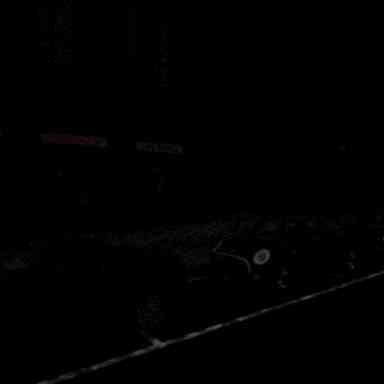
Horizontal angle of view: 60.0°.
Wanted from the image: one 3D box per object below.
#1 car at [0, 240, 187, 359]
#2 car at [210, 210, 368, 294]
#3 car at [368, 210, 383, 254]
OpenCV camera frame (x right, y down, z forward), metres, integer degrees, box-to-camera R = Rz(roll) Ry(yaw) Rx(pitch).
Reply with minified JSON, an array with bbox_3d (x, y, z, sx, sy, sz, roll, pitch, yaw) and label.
[{"bbox_3d":[-2.189,1.524,5.194,4.507,1.381,1.887,-1,1,-35],"label":"car"},{"bbox_3d":[2.388,1.320,8.457,4.097,1.590,1.967,-1,1,-35],"label":"car"},{"bbox_3d":[6.967,1.324,11.725,4.507,1.381,1.887,-1,1,-35],"label":"car"}]
